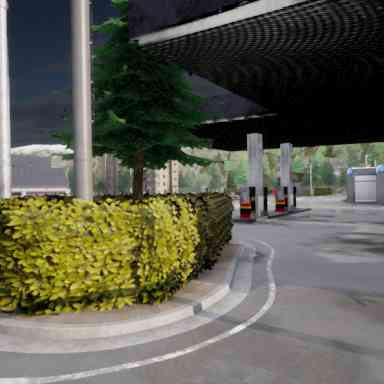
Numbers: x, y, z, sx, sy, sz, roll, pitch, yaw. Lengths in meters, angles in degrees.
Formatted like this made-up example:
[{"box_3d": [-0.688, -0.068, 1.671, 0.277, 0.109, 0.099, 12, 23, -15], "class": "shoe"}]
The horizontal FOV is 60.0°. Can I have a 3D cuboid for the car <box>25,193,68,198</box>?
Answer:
[{"box_3d": [-14.745, 1.176, 33.584, 3.866, 1.878, 1.905, -1, 1, 35], "class": "car"}]

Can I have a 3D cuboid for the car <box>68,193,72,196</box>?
[{"box_3d": [-24.202, 1.112, 63.876, 3.866, 1.878, 1.905, -1, 1, 35], "class": "car"}]

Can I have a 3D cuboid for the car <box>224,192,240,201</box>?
[{"box_3d": [7.474, 0.844, 63.899, 5.027, 1.636, 2.152, -1, 1, 35], "class": "car"}]

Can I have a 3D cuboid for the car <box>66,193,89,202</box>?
[{"box_3d": [-22.856, 1.091, 66.483, 4.605, 1.855, 1.932, -1, 1, 35], "class": "car"}]

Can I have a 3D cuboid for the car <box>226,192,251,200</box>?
[{"box_3d": [9.247, 0.805, 66.486, 4.514, 1.523, 2.007, -1, 1, 35], "class": "car"}]
